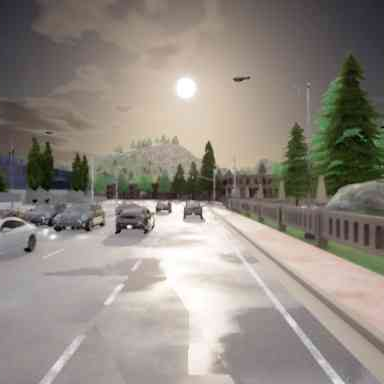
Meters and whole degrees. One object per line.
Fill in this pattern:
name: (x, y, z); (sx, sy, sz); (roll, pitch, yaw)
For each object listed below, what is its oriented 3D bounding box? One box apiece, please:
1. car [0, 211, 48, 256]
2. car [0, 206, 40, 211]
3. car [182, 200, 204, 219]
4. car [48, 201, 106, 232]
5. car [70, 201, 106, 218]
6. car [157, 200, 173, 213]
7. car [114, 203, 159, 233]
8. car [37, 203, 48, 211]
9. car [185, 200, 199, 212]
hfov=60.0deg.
car: (-7.082, 1.606, 11.643); (1.812, 1.442, 4.674); (0, 0, 0)
car: (-10.581, 1.690, 18.459); (1.994, 1.385, 4.181); (0, 0, 0)
car: (0.108, 1.726, 32.188); (1.837, 1.490, 4.892); (0, 0, 0)
car: (-7.073, 1.497, 21.328); (2.097, 1.767, 4.553); (0, 0, 0)
car: (-10.520, 1.722, 33.960); (2.128, 1.511, 4.902); (0, 0, 1)
car: (-3.420, 1.768, 41.046); (2.128, 1.511, 4.902); (0, -1, 1)
car: (-3.395, 1.644, 20.460); (1.837, 1.490, 4.892); (0, 0, 0)
car: (-10.494, 1.580, 24.236); (2.097, 1.767, 4.553); (0, 0, 0)
car: (0.068, 1.834, 45.376); (1.812, 1.442, 4.674); (0, -1, 2)
